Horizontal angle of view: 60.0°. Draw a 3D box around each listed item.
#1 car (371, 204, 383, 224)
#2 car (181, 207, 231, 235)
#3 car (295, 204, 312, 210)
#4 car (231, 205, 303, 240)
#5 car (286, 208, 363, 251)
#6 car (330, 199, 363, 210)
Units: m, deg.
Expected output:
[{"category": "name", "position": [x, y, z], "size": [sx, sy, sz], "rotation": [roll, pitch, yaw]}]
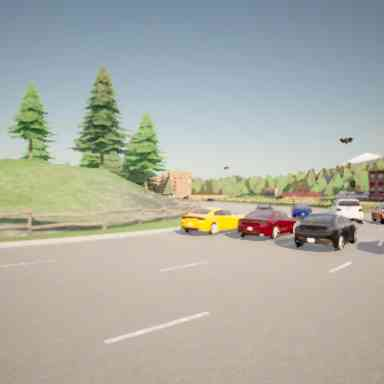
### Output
[{"category": "car", "position": [17.116, 1.794, 28.905], "size": [2.097, 1.767, 4.553], "rotation": [0, -1, 18]}, {"category": "car", "position": [1.380, 1.708, 20.491], "size": [1.882, 1.535, 5.008], "rotation": [0, -1, 37]}, {"category": "car", "position": [10.805, 1.912, 32.779], "size": [1.882, 1.535, 5.008], "rotation": [0, 0, 15]}, {"category": "car", "position": [4.358, 1.711, 18.677], "size": [1.882, 1.535, 5.008], "rotation": [0, 0, 36]}, {"category": "car", "position": [6.271, 1.719, 15.371], "size": [1.837, 1.490, 4.892], "rotation": [0, 0, 37]}, {"category": "car", "position": [13.493, 1.641, 29.272], "size": [2.150, 2.045, 5.566], "rotation": [0, 0, 18]}]
